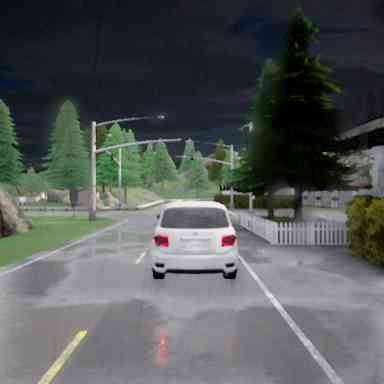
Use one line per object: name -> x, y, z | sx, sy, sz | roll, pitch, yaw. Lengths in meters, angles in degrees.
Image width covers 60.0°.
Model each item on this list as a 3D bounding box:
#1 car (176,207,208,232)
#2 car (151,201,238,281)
car -> 0.006, 1.718, 21.963 | 1.895, 1.301, 4.718 | 0, 0, 0
car -> 0.058, 1.279, 10.191 | 2.150, 2.045, 5.566 | 0, 0, 0
